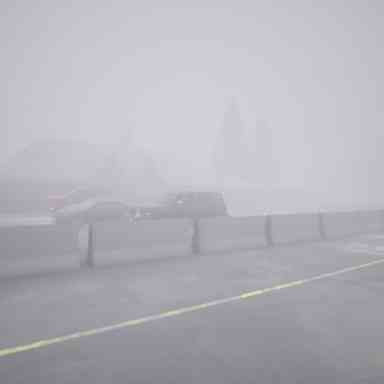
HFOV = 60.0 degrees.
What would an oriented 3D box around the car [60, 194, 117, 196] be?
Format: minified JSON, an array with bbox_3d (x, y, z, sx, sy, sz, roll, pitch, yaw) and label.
[{"bbox_3d":[-5.954,1.047,21.542,4.674,1.442,1.812,1,1,-38],"label":"car"}]

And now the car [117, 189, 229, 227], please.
[{"bbox_3d":[-0.616,0.947,16.790,5.566,2.045,2.150,1,1,-38],"label":"car"}]

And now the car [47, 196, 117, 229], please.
[{"bbox_3d":[-4.950,1.126,17.909,4.674,1.442,1.812,1,1,-37],"label":"car"}]

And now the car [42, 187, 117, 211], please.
[{"bbox_3d":[-7.904,0.651,24.410,5.566,2.045,2.150,1,1,-38],"label":"car"}]
